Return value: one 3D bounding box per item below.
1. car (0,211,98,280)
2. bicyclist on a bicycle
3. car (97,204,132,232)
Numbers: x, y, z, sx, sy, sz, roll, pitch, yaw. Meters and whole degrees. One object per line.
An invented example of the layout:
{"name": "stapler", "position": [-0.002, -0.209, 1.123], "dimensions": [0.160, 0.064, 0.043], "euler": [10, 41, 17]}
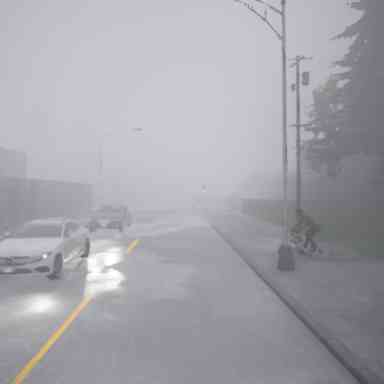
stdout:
{"name": "car", "position": [-4.417, 1.553, 10.129], "dimensions": [1.812, 1.442, 4.674], "euler": [-1, 0, -3]}
{"name": "bicyclist on a bicycle", "position": [3.343, 1.297, 9.860], "dimensions": [1.656, 1.620, 0.582], "euler": [0, 0, -2]}
{"name": "car", "position": [-4.823, 1.504, 20.231], "dimensions": [2.128, 1.511, 4.902], "euler": [-1, 0, -2]}
